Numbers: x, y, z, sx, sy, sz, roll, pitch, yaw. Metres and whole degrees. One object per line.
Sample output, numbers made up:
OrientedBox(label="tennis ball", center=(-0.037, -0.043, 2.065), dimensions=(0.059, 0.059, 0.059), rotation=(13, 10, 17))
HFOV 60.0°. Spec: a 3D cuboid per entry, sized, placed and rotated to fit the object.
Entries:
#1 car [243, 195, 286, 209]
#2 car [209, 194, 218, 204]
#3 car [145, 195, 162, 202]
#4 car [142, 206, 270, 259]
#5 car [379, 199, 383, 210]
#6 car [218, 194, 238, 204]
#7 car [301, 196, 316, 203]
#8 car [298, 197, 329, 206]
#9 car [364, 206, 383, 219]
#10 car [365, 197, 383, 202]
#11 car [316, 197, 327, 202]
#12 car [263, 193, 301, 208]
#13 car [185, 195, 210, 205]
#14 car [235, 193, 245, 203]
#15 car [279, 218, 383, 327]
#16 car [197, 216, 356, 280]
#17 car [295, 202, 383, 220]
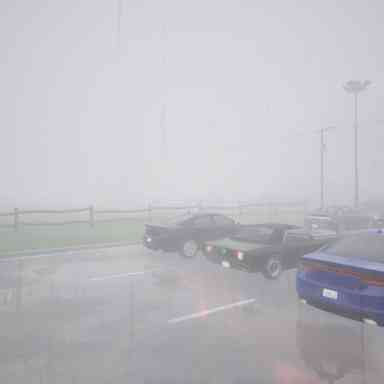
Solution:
OrientedBox(label="car", center=(9.777, 1.491, 45.312), dimensions=(2.128, 1.511, 4.902), rotation=(0, 0, -36))
OrientedBox(label="car", center=(2.097, 1.506, 61.766), dimensions=(1.837, 1.490, 4.892), rotation=(0, 0, -36))
OrientedBox(label="car", center=(-8.183, 1.411, 70.003), dimensions=(1.812, 1.442, 4.674), rotation=(0, 0, -36))
OrientedBox(label="car", center=(0.560, 1.478, 12.755), dimensions=(5.008, 1.535, 1.882), rotation=(0, 0, -36))
OrientedBox(label="car", center=(26.239, 1.564, 42.111), dimensions=(4.181, 1.385, 1.994), rotation=(0, 0, 39))
OrientedBox(label="car", center=(5.599, 1.547, 62.917), dimensions=(2.033, 1.411, 5.357), rotation=(0, 0, -36))
OrientedBox(label="car", center=(15.088, 1.220, 49.902), dimensions=(2.150, 2.045, 5.566), rotation=(0, 0, -36))
OrientedBox(label="car", center=(20.034, 1.525, 55.035), dimensions=(1.812, 1.442, 4.674), rotation=(0, 0, -36))
OrientedBox(label="car", center=(10.199, 1.505, 15.364), dimensions=(4.892, 1.490, 1.837), rotation=(0, 0, -36))
OrientedBox(label="car", center=(19.173, 1.548, 33.724), dimensions=(5.357, 1.411, 2.033), rotation=(0, 0, 42))
OrientedBox(label="car", center=(18.024, 1.492, 51.824), dimensions=(2.128, 1.511, 4.902), rotation=(0, 0, -36))
OrientedBox(label="car", center=(12.321, 1.220, 47.770), dimensions=(2.150, 2.045, 5.566), rotation=(0, 0, -35))
OrientedBox(label="car", center=(0.584, 1.526, 57.882), dimensions=(1.812, 1.442, 4.674), rotation=(0, 0, -36))
OrientedBox(label="car", center=(9.948, 1.222, 68.940), dimensions=(2.150, 2.045, 5.566), rotation=(0, 0, -36))
OrientedBox(label="car", center=(4.223, 1.478, 6.767), dimensions=(5.008, 1.535, 1.882), rotation=(0, 0, -36))
OrientedBox(label="car", center=(2.696, 1.601, 9.980), dimensions=(4.718, 1.301, 1.895), rotation=(0, 0, -35))
OrientedBox(label="car", center=(8.153, 1.491, 18.205), dimensions=(4.902, 1.511, 2.128), rotation=(0, 0, -36))
